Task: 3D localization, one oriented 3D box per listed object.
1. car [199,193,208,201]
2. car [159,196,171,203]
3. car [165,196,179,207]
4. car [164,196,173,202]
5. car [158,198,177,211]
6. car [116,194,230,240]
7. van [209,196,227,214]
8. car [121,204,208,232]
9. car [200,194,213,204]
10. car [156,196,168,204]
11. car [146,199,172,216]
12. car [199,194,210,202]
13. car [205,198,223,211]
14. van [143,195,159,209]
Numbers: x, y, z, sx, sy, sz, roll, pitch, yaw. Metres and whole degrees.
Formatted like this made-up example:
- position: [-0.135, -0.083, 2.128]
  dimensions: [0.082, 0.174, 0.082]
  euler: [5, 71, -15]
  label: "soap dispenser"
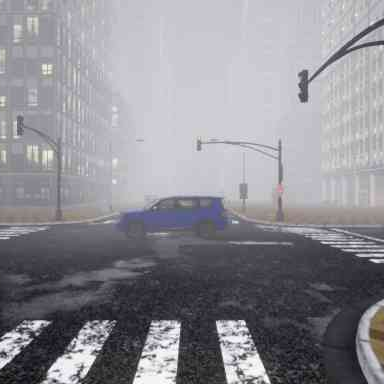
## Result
- position: [2.850, 1.309, 85.736]
  dimensions: [2.192, 1.841, 5.009]
  euler: [0, 0, 0]
  label: "car"
- position: [-5.612, 1.548, 69.157]
  dimensions: [2.008, 1.369, 4.403]
  euler: [0, 0, 0]
  label: "car"
- position: [-3.089, 1.477, 53.193]
  dimensions: [1.882, 1.535, 5.008]
  euler: [0, 0, 1]
  label: "car"
- position: [-5.558, 1.578, 80.236]
  dimensions: [1.802, 1.307, 4.206]
  euler: [0, 0, 0]
  label: "car"
- position: [-3.148, 1.547, 43.054]
  dimensions: [2.033, 1.411, 5.357]
  euler: [0, 0, 0]
  label: "car"
- position: [-0.895, 1.218, 16.501]
  dimensions: [5.566, 2.045, 2.150]
  euler: [0, 0, -1]
  label: "car"
- position: [2.722, 1.341, 35.886]
  dimensions: [1.690, 1.788, 3.998]
  euler: [0, 0, 0]
  label: "van"
- position: [-1.571, 1.490, 19.741]
  dimensions: [4.902, 1.511, 2.128]
  euler: [0, 0, -1]
  label: "car"
- position: [2.742, 1.313, 63.578]
  dimensions: [2.192, 1.841, 5.009]
  euler: [0, 0, 0]
  label: "car"
- position: [-5.639, 1.564, 63.618]
  dimensions: [1.947, 1.339, 4.313]
  euler: [0, 0, 0]
  label: "car"
- position: [-3.204, 1.491, 33.268]
  dimensions: [2.128, 1.511, 4.902]
  euler: [0, 0, -1]
  label: "car"
- position: [2.796, 1.312, 74.657]
  dimensions: [2.192, 1.841, 5.009]
  euler: [0, 0, 0]
  label: "car"
- position: [2.658, 1.544, 41.424]
  dimensions: [1.887, 1.381, 4.507]
  euler: [0, 0, 0]
  label: "car"
- position: [-5.718, 1.341, 47.001]
  dimensions: [1.690, 1.788, 3.998]
  euler: [0, 0, 0]
  label: "van"
